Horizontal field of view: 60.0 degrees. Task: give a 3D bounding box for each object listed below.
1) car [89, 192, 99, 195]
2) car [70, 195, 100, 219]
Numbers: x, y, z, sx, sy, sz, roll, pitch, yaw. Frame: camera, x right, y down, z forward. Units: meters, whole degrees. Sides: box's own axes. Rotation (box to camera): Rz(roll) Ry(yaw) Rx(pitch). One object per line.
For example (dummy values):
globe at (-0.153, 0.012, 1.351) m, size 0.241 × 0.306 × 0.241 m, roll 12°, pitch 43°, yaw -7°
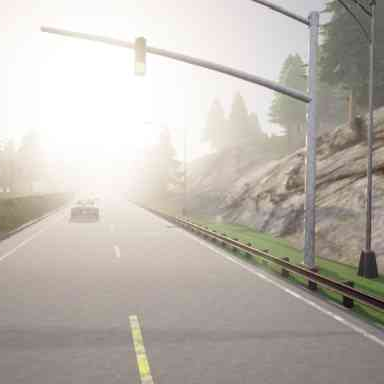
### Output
car at (-14.740, 0.776, 50.143) m, size 2.033 × 1.411 × 5.357 m, roll 1°, pitch 0°, yaw -15°
car at (-8.081, 1.221, 25.333) m, size 1.994 × 1.385 × 4.181 m, roll 1°, pitch 1°, yaw -15°
